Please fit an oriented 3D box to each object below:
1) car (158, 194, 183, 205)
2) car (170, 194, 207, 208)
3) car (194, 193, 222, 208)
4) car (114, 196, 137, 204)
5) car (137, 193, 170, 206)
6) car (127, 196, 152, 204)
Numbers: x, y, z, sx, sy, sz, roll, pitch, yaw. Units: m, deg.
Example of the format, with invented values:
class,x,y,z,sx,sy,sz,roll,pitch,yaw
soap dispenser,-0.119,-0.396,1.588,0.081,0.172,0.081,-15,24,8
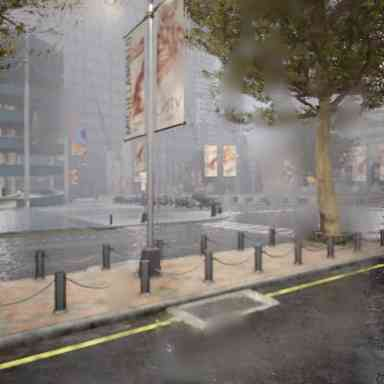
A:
class,x,y,z,sx,sy,sz,roll,pitch,yaw
car,-3.697,1.327,57.258,2.097,1.767,4.553,0,0,-37
car,-0.605,1.470,47.022,2.128,1.511,4.902,0,0,-35
car,2.005,1.197,49.394,2.150,2.045,5.566,0,0,-36
car,-12.877,1.483,62.747,4.892,1.490,1.837,0,0,43
car,-6.357,1.199,55.030,2.150,2.045,5.566,0,0,-37
car,-10.310,1.523,65.362,5.357,1.411,2.033,0,0,45
